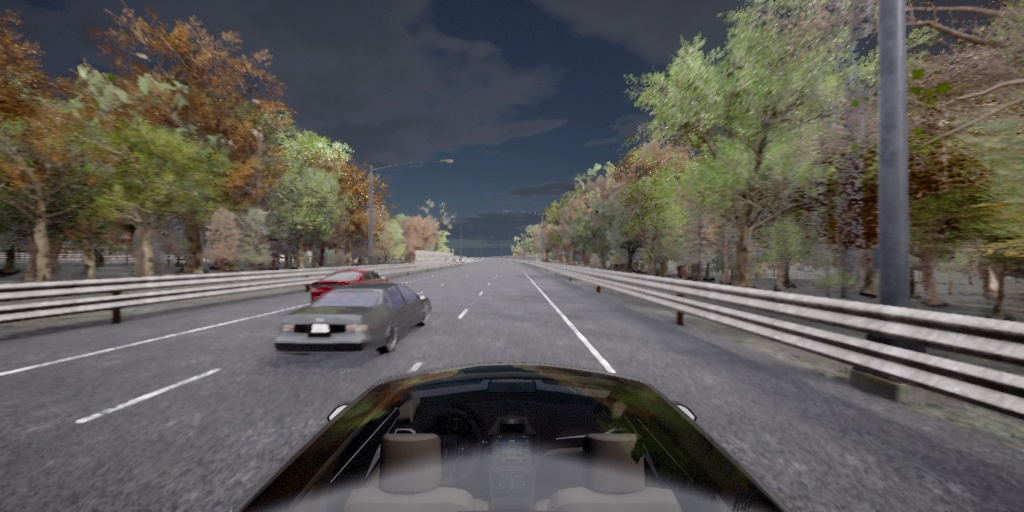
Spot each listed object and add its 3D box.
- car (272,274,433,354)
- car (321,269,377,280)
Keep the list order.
[{"bbox_3d":[-3.400,1.345,8.868,2.033,1.411,5.357,0,0,0],"label":"car"},{"bbox_3d":[-6.899,1.322,15.991,1.882,1.535,5.008,0,0,0],"label":"car"}]
